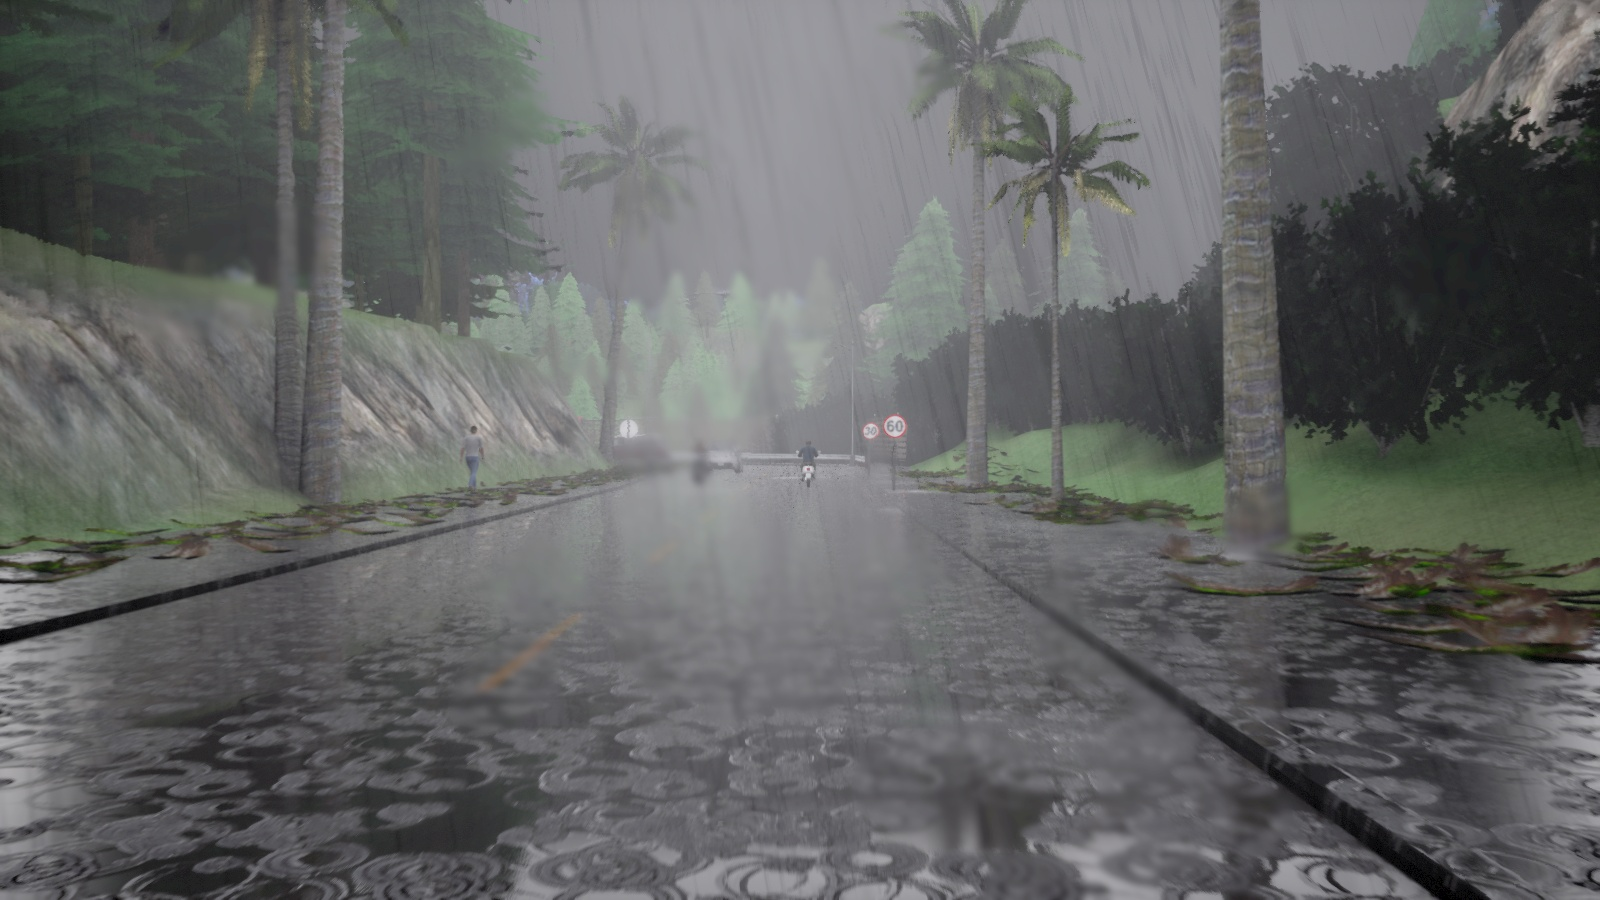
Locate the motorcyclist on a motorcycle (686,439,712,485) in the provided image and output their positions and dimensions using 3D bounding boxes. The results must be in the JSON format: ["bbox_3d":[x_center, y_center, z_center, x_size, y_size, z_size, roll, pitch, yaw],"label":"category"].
[{"bbox_3d":[-3.696,0.434,46.077,0.766,1.649,2.350,0,0,0],"label":"motorcyclist on a motorcycle"}]

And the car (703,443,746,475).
[{"bbox_3d":[-3.606,0.418,60.304,1.845,1.501,3.633,0,0,0],"label":"car"}]

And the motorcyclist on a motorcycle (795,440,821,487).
[{"bbox_3d":[0.287,0.455,43.373,0.866,1.590,1.817,0,0,0],"label":"motorcyclist on a motorcycle"}]

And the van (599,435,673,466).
[{"bbox_3d":[-10.561,0.037,81.035,4.442,1.987,1.775,0,0,4],"label":"van"}]

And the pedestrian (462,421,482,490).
[{"bbox_3d":[-8.839,0.153,33.874,0.354,1.836,0.706,0,0,0],"label":"pedestrian"}]
